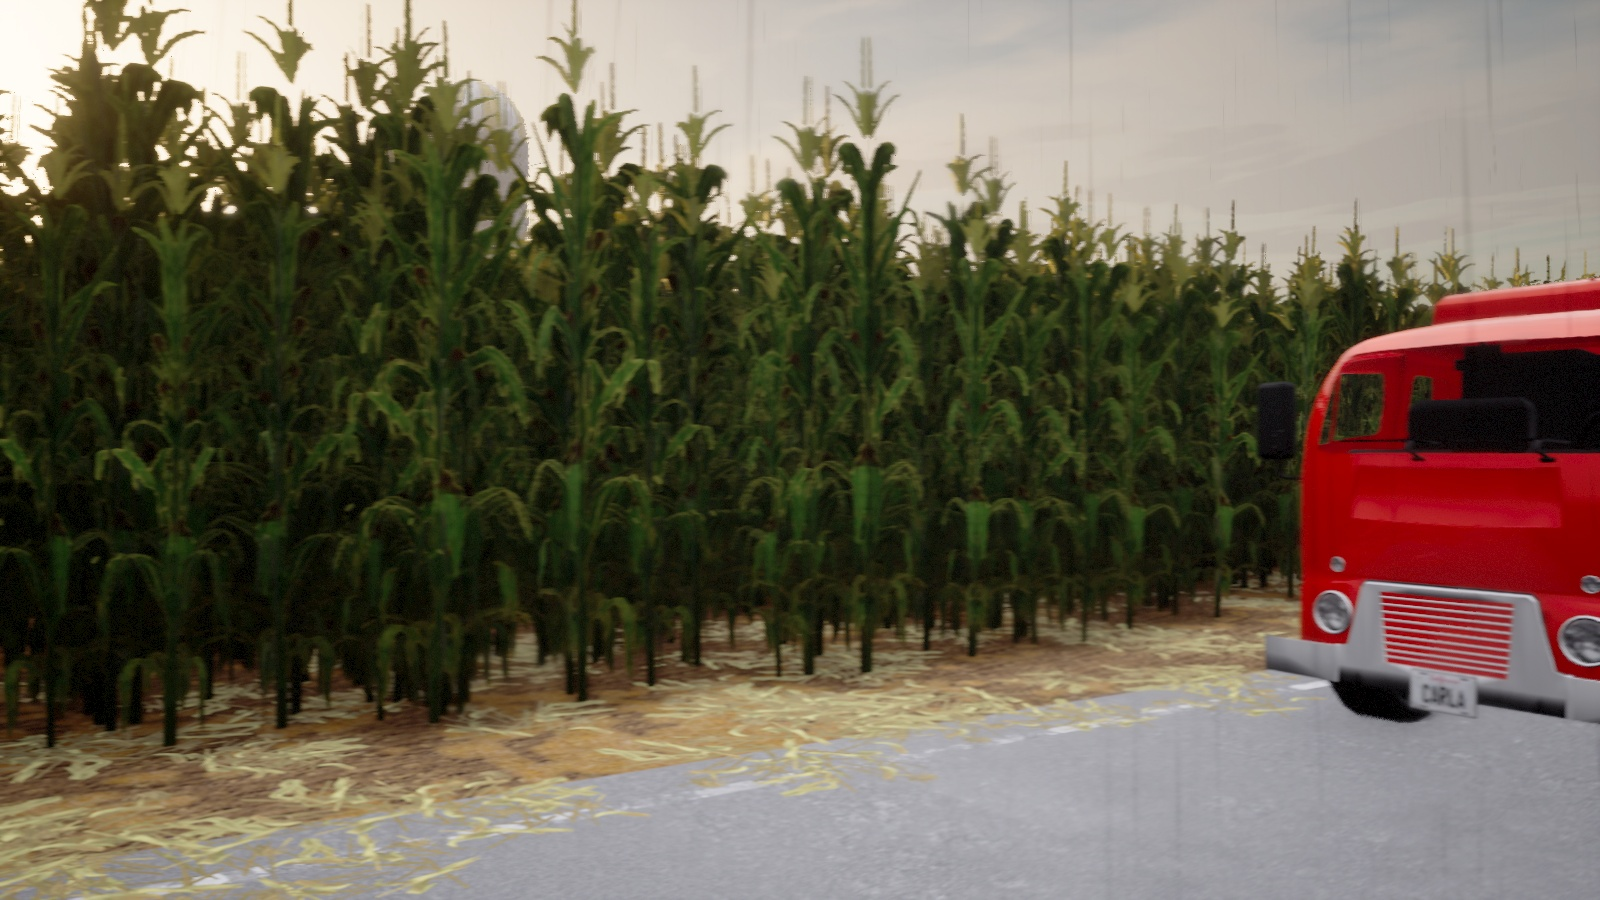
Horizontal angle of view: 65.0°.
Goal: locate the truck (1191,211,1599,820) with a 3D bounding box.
[{"bbox_3d":[4.984,0.265,7.138,5.204,2.467,2.627,0,0,-35],"label":"truck"}]
